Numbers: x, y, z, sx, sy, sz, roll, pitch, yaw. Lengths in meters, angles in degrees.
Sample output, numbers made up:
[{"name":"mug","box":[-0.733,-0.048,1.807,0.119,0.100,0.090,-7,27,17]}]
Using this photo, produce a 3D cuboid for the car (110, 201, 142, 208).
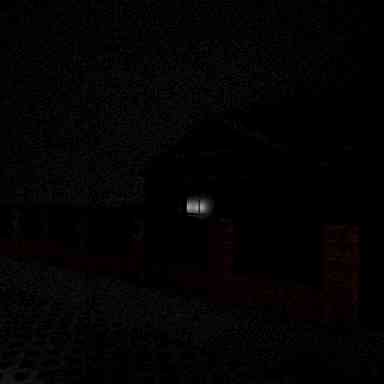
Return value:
[{"name":"car","box":[-6.077,1.628,29.032,2.097,1.767,4.553,-1,-1,35]}]
